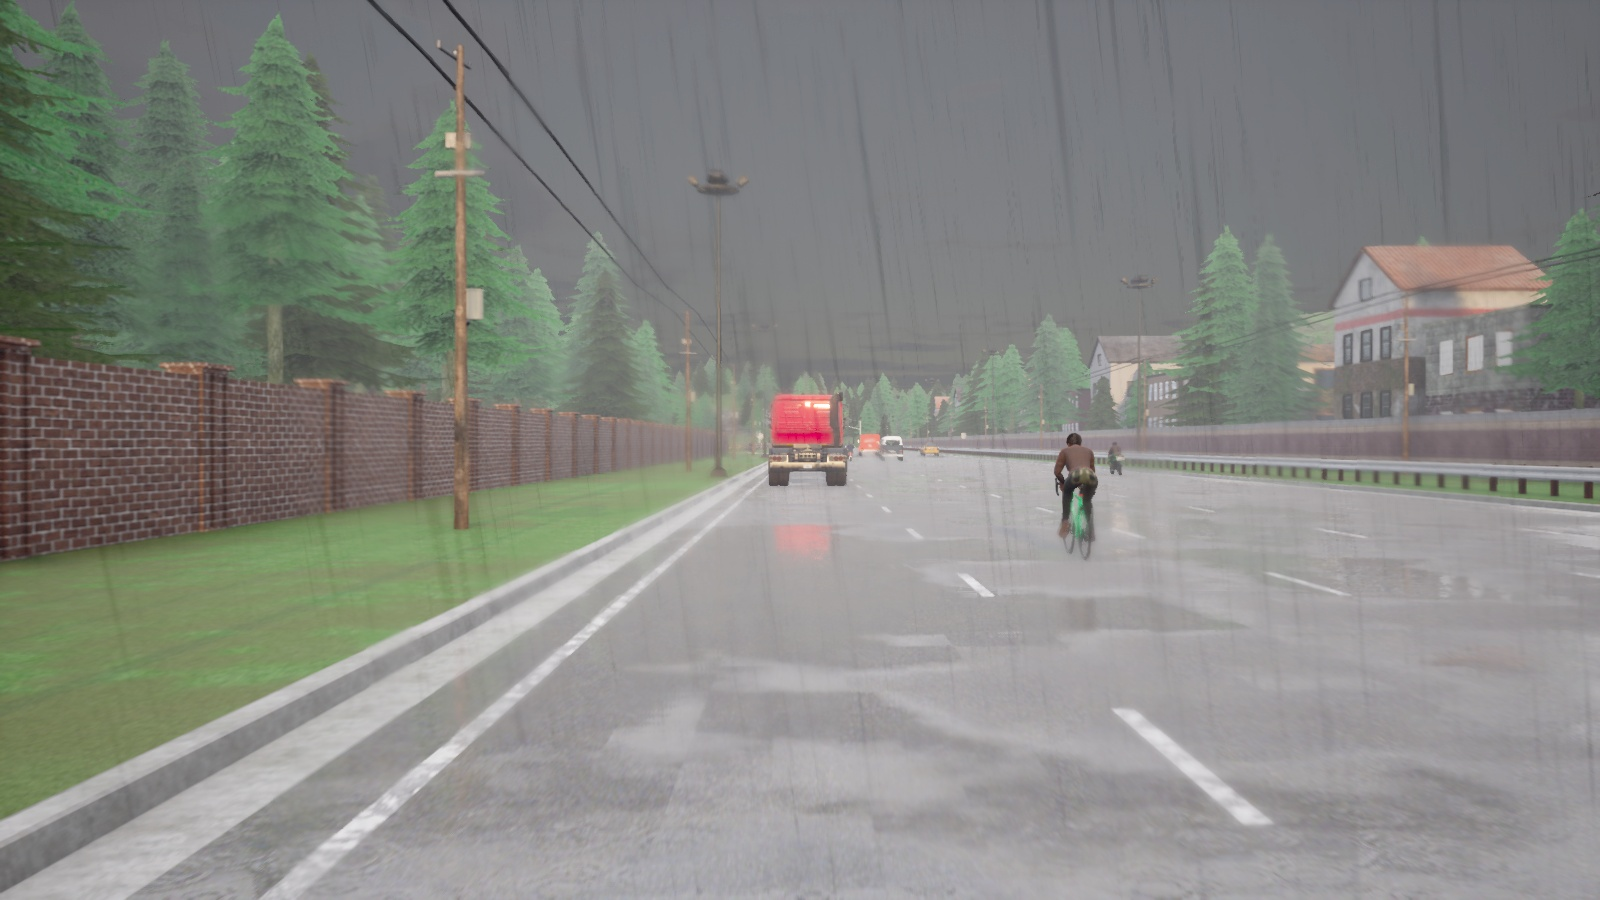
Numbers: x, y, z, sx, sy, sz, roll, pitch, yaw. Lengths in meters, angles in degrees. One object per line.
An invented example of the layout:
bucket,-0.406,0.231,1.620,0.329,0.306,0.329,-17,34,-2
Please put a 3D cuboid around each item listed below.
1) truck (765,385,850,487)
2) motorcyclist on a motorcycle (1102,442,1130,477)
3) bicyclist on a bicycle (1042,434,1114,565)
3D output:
truck,0.283,-0.499,46.782,2.891,3.462,7.936,0,0,0
motorcyclist on a motorcycle,14.341,0.419,57.029,0.797,1.523,2.044,0,0,0
bicyclist on a bicycle,3.609,0.610,16.387,0.582,1.620,1.656,0,0,0
